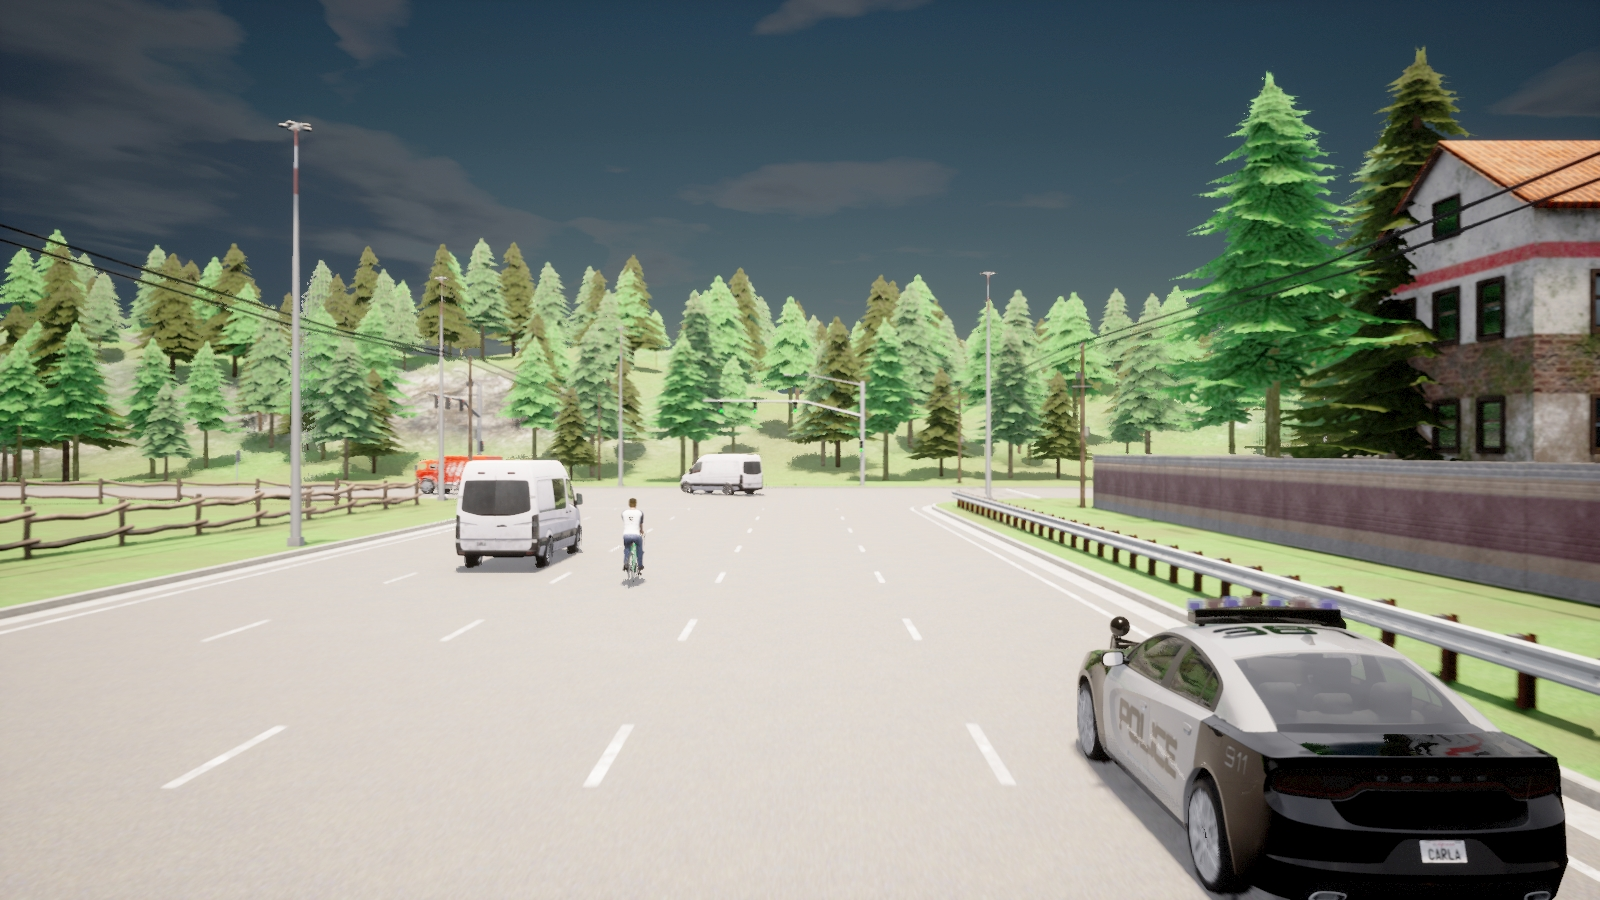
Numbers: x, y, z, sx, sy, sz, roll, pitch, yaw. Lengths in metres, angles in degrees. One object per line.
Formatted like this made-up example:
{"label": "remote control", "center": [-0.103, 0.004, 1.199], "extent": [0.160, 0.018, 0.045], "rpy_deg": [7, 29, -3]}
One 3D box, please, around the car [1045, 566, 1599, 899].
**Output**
{"label": "car", "center": [3.501, 1.982, 8.803], "extent": [2.097, 1.638, 5.238], "rpy_deg": [0, 0, 0]}

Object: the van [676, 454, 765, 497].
{"label": "van", "center": [-5.044, 1.535, 71.724], "extent": [5.915, 2.561, 1.988], "rpy_deg": [0, 0, 42]}

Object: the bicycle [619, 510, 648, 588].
{"label": "bicycle", "center": [-3.498, 2.056, 24.048], "extent": [0.373, 1.496, 1.643], "rpy_deg": [0, 0, 0]}

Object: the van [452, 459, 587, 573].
{"label": "van", "center": [-6.992, 1.535, 29.147], "extent": [1.988, 2.561, 5.915], "rpy_deg": [0, 0, 0]}

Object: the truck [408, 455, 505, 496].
{"label": "truck", "center": [-21.660, 1.570, 72.099], "extent": [5.204, 2.467, 2.627], "rpy_deg": [0, -1, 13]}
